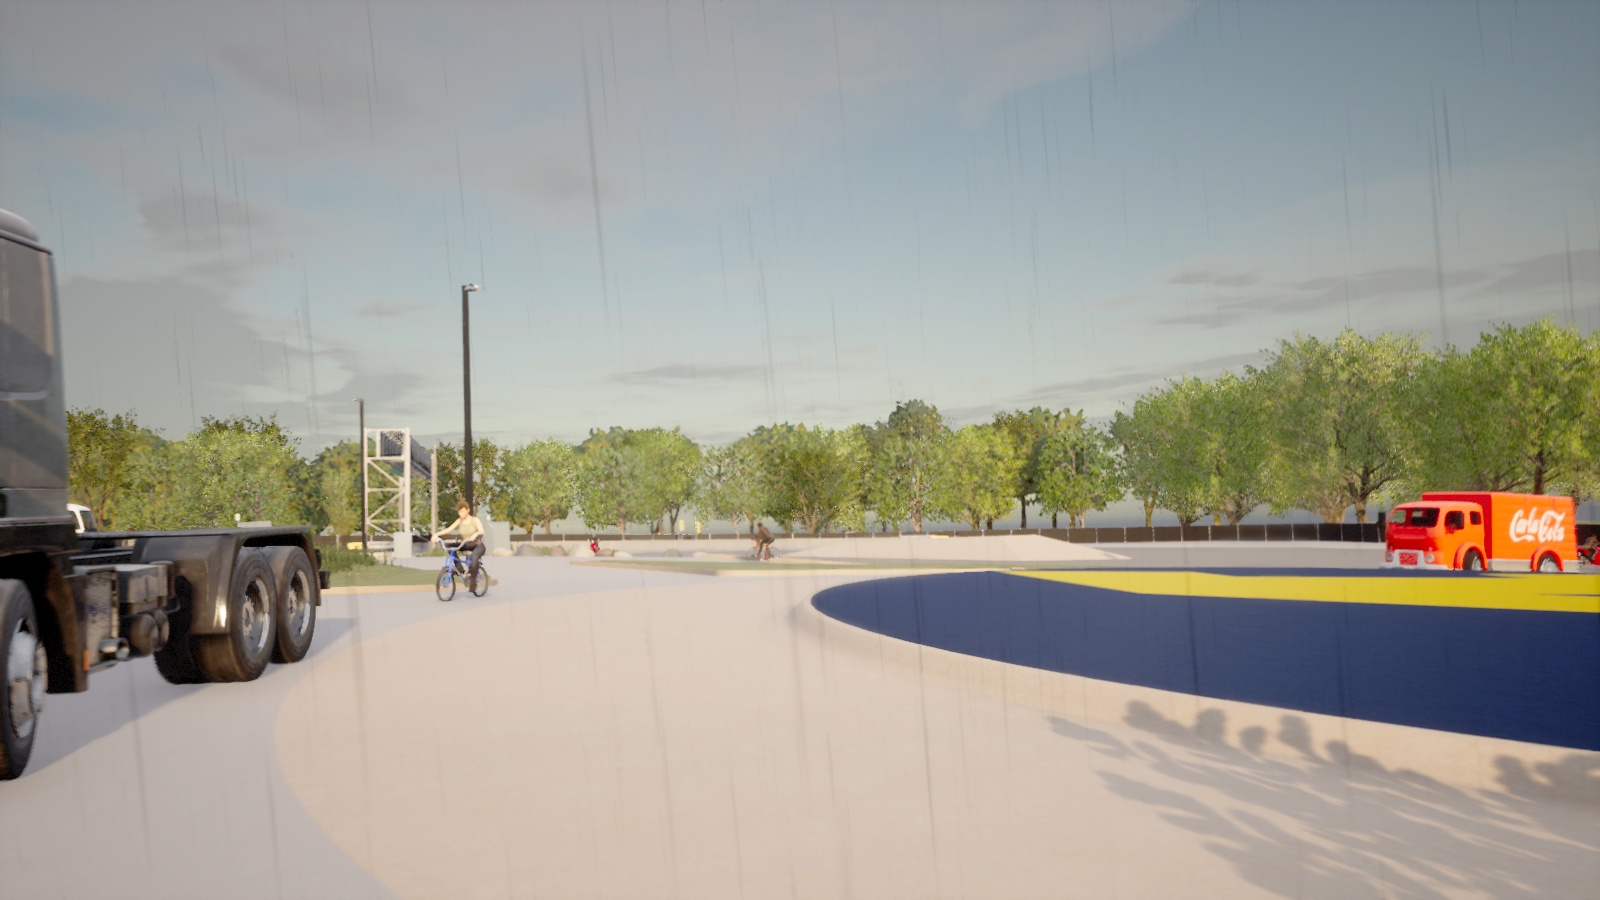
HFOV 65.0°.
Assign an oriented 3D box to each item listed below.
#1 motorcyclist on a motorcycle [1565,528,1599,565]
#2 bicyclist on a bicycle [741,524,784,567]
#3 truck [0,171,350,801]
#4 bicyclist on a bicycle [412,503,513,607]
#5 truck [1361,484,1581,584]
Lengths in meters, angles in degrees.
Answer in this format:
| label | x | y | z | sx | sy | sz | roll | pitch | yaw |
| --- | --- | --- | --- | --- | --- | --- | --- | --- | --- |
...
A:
| label | x | y | z | sx | sy | sz | roll | pitch | yaw |
| --- | --- | --- | --- | --- | --- | --- | --- | --- | --- |
| motorcyclist on a motorcycle | 33.556 | 4.082 | 53.180 | 2.044 | 1.523 | 0.797 | 2 | -4 | -18 |
| bicyclist on a bicycle | -1.443 | 3.656 | 48.407 | 1.656 | 1.620 | 0.582 | -2 | -4 | 37 |
| truck | -6.042 | 0.324 | 9.510 | 2.891 | 3.462 | 7.936 | -2 | -2 | -4 |
| bicyclist on a bicycle | -5.531 | 1.703 | 20.650 | 0.866 | 1.612 | 1.509 | -4 | -3 | 18 |
| truck | 17.881 | 2.262 | 33.464 | 5.204 | 2.467 | 2.627 | 3 | -4 | -26 |
